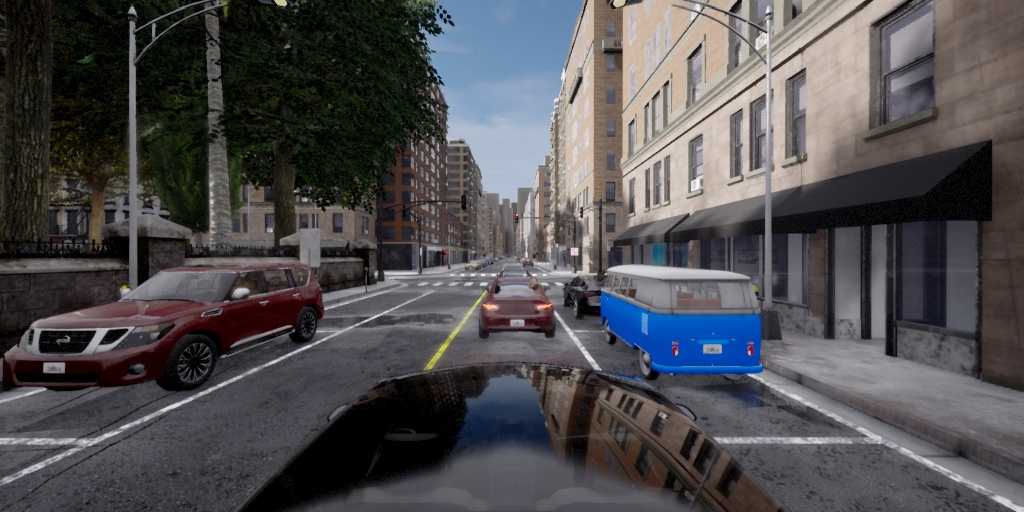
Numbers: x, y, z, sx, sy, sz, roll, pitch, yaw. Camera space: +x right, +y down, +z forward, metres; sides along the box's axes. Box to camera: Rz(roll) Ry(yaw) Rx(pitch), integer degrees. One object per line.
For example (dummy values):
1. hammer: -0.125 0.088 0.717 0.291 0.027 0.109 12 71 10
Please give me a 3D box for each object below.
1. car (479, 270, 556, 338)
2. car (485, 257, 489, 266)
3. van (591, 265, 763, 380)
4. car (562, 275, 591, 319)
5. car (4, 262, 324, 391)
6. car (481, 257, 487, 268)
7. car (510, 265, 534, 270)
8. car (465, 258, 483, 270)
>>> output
1. car: 0.125 1.274 10.009 1.812 1.442 4.674 0 0 0
2. car: -5.525 1.265 61.538 1.888 1.381 4.507 0 0 0
3. van: 2.869 1.090 6.968 1.690 1.789 3.998 0 0 0
4. car: 2.883 1.313 12.628 1.948 1.339 4.313 0 0 0
5. car: -5.656 1.064 6.948 2.192 1.841 5.009 0 0 0
6. car: -5.538 1.271 56.087 2.007 1.370 4.403 0 0 0
7. car: 0.116 1.345 18.831 1.895 1.301 4.718 0 0 -1
8. car: -5.552 1.248 50.467 1.751 1.417 4.829 0 0 0
